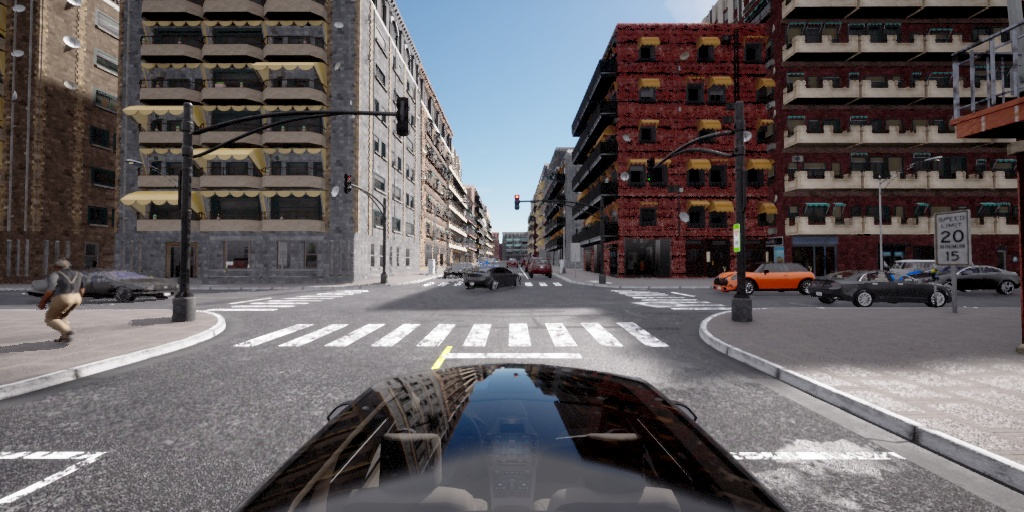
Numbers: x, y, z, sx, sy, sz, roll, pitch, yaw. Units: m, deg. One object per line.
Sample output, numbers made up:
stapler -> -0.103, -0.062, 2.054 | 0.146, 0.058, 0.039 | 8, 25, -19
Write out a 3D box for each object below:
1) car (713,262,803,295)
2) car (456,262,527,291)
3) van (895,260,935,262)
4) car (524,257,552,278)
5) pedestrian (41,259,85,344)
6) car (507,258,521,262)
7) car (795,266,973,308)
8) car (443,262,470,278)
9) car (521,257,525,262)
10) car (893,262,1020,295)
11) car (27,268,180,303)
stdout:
car -> 13.223, 1.103, 18.964 | 4.553, 1.767, 2.097 | 0, -1, 1
car -> -1.135, 1.353, 22.794 | 1.837, 1.490, 4.892 | 3, 1, 29
van -> 24.925, 1.115, 21.340 | 3.998, 1.789, 1.690 | 0, 0, 0
car -> 2.603, 1.077, 33.806 | 2.192, 1.841, 5.009 | 0, 0, 0
pedestrian -> -9.281, 0.889, 7.450 | 0.375, 1.860, 0.375 | 1, -1, 0
car -> 0.070, 1.174, 63.365 | 2.097, 1.767, 4.553 | 0, 0, 0
car -> 13.758, 1.185, 13.501 | 4.403, 1.370, 2.007 | 0, 0, 0
car -> -5.278, 1.328, 33.770 | 1.948, 1.339, 4.313 | 0, 0, 0
car -> 2.615, 1.086, 44.930 | 2.192, 1.841, 5.009 | 0, 0, 0
car -> 23.476, 1.217, 18.893 | 4.902, 1.511, 2.128 | 0, -1, 0
car -> -18.110, 1.325, 16.095 | 5.357, 1.411, 2.033 | 0, -1, 0
